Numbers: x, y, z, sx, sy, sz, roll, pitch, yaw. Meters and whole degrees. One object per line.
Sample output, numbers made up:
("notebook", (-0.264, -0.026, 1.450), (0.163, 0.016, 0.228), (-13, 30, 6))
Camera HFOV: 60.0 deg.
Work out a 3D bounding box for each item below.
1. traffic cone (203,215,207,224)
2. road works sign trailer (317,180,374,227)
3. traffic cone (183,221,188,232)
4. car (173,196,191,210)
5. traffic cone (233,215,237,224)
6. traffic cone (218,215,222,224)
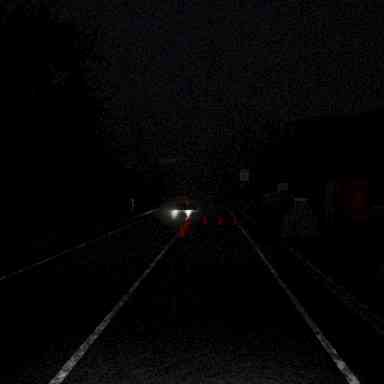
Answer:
("traffic cone", (0.900, 1.853, 22.261), (0.340, 0.580, 0.340), (0, 0, 4))
("road works sign trailer", (7.918, 0.514, 18.570), (3.560, 2.380, 2.880), (-5, 7, -42))
("traffic cone", (-0.496, 1.877, 16.348), (0.340, 0.580, 0.340), (0, 0, 4))
("car", (-1.133, 1.279, 40.044), (1.882, 1.535, 5.008), (0, 0, 2))
("traffic cone", (2.863, 1.862, 22.261), (0.340, 0.580, 0.340), (0, 0, 10))
("traffic cone", (1.890, 1.858, 22.194), (0.340, 0.580, 0.340), (0, 0, 4))
